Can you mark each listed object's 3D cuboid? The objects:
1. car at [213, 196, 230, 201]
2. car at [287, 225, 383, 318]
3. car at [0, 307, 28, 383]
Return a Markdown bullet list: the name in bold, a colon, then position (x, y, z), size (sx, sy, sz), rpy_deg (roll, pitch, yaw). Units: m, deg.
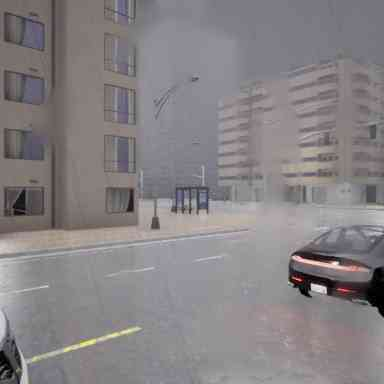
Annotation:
- **car**: position (7.718, 1.595, 83.637), size (5.357, 1.411, 2.033), rpy_deg (0, 0, -40)
- **car**: position (4.120, 1.492, 7.380), size (4.902, 1.511, 2.128), rpy_deg (0, 0, -39)
- **car**: position (-3.755, 1.221, 1.367), size (5.566, 2.045, 2.150), rpy_deg (0, 0, -32)
